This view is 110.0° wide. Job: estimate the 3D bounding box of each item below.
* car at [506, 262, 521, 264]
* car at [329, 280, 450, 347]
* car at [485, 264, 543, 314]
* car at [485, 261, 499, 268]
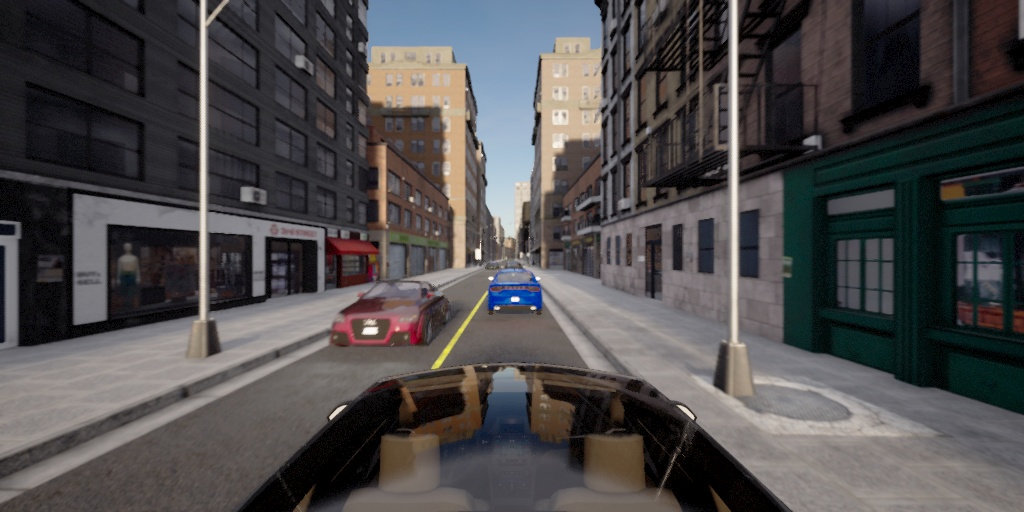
[{"bbox_3d":[0.107,1.274,31.640,1.837,1.490,4.892,0,0,0],"label":"car"},{"bbox_3d":[-2.848,1.321,9.209,1.994,1.385,4.181,0,0,0],"label":"car"},{"bbox_3d":[0.103,1.238,13.874,1.882,1.535,5.008,0,0,0],"label":"car"},{"bbox_3d":[-2.810,1.346,52.073,1.994,1.385,4.181,0,0,0],"label":"car"}]
